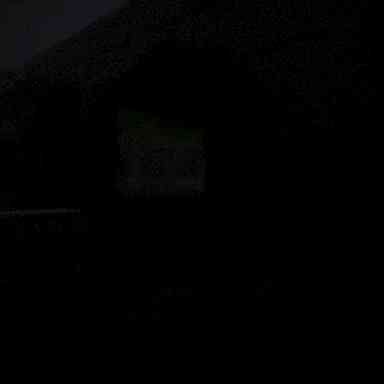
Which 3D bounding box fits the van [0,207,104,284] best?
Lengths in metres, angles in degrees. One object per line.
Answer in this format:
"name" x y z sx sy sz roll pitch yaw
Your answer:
"van" -4.314 1.428 8.504 1.878 1.987 4.442 -3 -2 35
